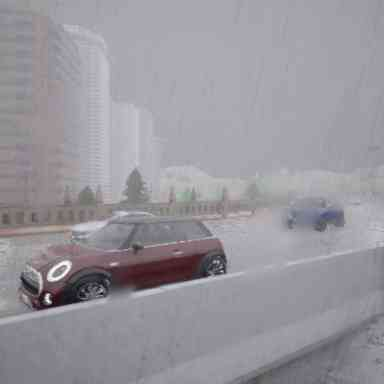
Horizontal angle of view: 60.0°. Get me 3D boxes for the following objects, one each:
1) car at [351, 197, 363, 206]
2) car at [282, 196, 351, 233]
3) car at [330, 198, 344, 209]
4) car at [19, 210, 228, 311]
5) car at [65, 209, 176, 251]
[{"bbox_3d":[27.934,1.678,57.132,1.812,1.442,4.674,0,0,17],"label":"car"},{"bbox_3d":[7.698,1.281,20.709,2.150,2.045,5.566,0,0,42],"label":"car"},{"bbox_3d":[21.792,1.665,50.016,1.812,1.442,4.674,0,0,22],"label":"car"},{"bbox_3d":[-1.350,1.382,7.609,4.553,1.767,2.097,0,0,-39],"label":"car"},{"bbox_3d":[-3.113,1.586,15.148,4.674,1.442,1.812,0,0,-41],"label":"car"}]
